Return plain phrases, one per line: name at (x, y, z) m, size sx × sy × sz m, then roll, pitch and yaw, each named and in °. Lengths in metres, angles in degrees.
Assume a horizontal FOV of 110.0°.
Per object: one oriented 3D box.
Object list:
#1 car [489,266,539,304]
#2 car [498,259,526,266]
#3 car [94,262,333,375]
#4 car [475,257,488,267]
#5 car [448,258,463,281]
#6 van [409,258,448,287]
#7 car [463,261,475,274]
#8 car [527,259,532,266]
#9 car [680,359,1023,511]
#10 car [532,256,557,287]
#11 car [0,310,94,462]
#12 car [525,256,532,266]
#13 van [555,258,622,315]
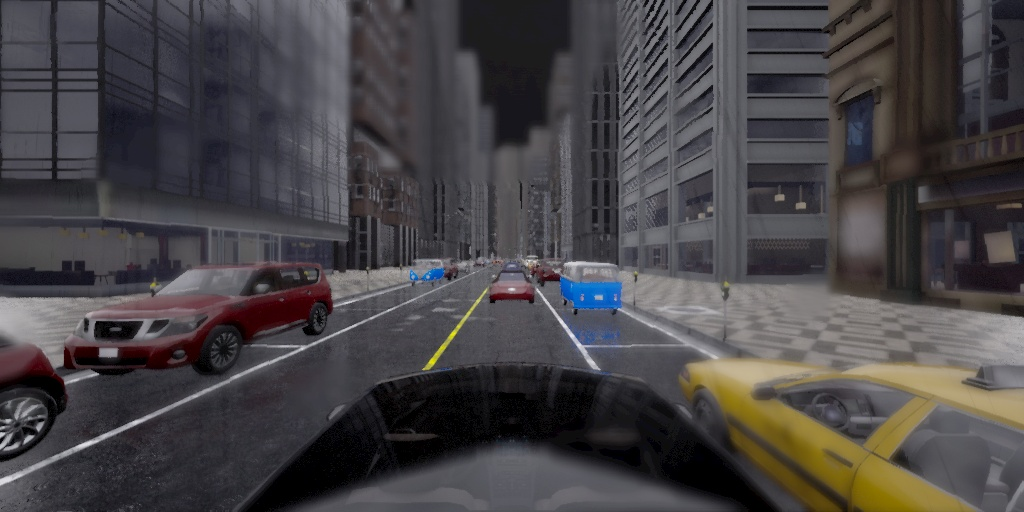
car at (0.000, 1.323, 16.500) m, size 1.994 × 1.385 × 4.181 m, roll 0°, pitch 0°, yaw 0°
car at (0.000, 1.286, 31.500) m, size 1.812 × 1.442 × 4.674 m, roll 0°, pitch 0°, yaw 0°
car at (-5.762, 1.063, 7.634) m, size 2.192 × 1.841 × 5.009 m, roll 0°, pitch 0°, yaw 0°
car at (-5.762, 1.202, 63.729) m, size 1.967 × 1.591 × 4.097 m, roll 0°, pitch 0°, yaw 0°
car at (-5.762, 1.067, 30.072) m, size 2.192 × 1.841 × 5.009 m, roll 0°, pitch 0°, yaw 0°
van at (-5.762, 1.092, 24.462) m, size 1.690 × 1.789 × 3.998 m, roll 0°, pitch 0°, yaw 0°
car at (-5.762, 1.305, 41.290) m, size 2.007 × 1.370 × 4.403 m, roll 0°, pitch 0°, yaw 0°
car at (2.763, 1.298, 35.691) m, size 1.888 × 1.381 × 4.507 m, roll 0°, pitch 0°, yaw 0°
car at (2.763, 1.274, 2.207) m, size 1.751 × 1.417 × 4.829 m, roll 0°, pitch 0°, yaw 0°
car at (2.763, 1.065, 24.473) m, size 2.192 × 1.841 × 5.009 m, roll 0°, pitch 0°, yaw 0°
car at (-5.762, 1.188, 2.024) m, size 1.967 × 1.591 × 4.097 m, roll 0°, pitch 0°, yaw 0°
car at (3.150, 1.214, 49.587) m, size 1.801 × 1.575 × 5.366 m, roll 0°, pitch 0°, yaw 0°
van at (2.763, 1.090, 13.254) m, size 1.690 × 1.789 × 3.998 m, roll 0°, pitch 0°, yaw 0°
